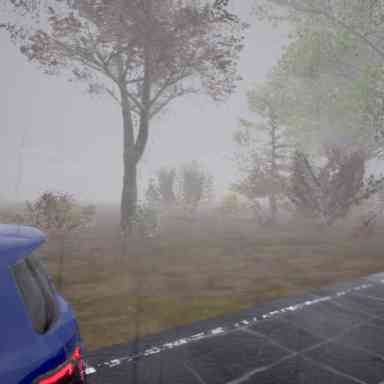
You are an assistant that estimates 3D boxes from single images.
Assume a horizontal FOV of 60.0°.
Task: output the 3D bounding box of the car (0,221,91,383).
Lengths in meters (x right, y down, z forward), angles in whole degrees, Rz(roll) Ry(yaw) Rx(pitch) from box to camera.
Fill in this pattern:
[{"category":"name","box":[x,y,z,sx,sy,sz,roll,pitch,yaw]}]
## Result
[{"category":"car","box":[-3.173,1.216,1.078,5.566,2.045,2.150,0,0,-36]}]
